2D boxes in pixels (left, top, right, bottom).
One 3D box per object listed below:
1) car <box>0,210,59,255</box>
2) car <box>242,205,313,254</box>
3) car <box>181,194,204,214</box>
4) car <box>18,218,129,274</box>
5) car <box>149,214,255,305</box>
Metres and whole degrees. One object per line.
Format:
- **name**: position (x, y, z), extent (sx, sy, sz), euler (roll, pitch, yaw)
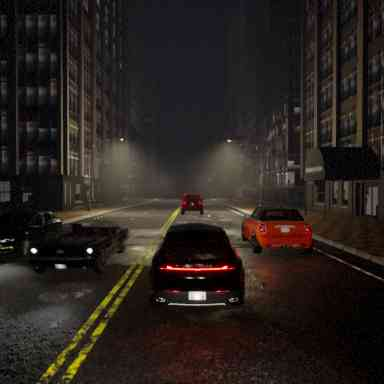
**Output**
- **car**: position (-6.624, 1.499, 12.987), extent (1.837, 1.490, 4.892), euler (0, 0, 0)
- **car**: position (3.304, 1.346, 13.709), extent (2.097, 1.767, 4.553), euler (0, 0, 2)
- **car**: position (0.035, 1.198, 33.684), extent (2.150, 2.045, 5.566), euler (0, 0, 0)
- **car**: position (-3.370, 1.597, 10.735), extent (1.895, 1.301, 4.718), euler (0, 0, 0)
- **car**: position (0.084, 1.502, 8.029), extent (1.837, 1.490, 4.892), euler (0, 0, 0)
